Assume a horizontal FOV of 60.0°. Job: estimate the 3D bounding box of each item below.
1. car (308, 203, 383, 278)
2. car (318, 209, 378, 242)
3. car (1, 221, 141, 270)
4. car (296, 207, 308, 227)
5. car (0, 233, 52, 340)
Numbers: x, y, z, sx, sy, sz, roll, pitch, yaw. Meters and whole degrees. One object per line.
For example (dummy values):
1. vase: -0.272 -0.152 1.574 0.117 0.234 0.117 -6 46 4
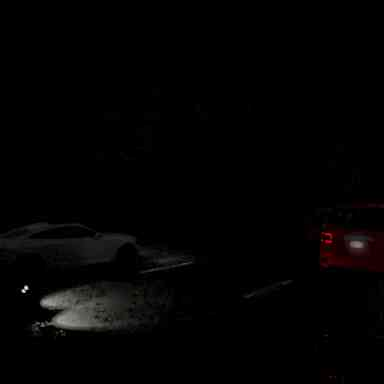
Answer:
1. car: 5.652 1.331 9.654 2.150 2.045 5.566 0 -1 43
2. car: 8.710 1.727 18.348 1.812 1.442 4.674 0 -1 41
3. car: -3.792 1.609 10.083 4.674 1.442 1.812 1 0 -41
4. car: 9.344 1.738 24.413 1.882 1.535 5.008 0 -1 41
5. car: -4.609 1.597 5.031 4.181 1.385 1.994 1 -1 -35
